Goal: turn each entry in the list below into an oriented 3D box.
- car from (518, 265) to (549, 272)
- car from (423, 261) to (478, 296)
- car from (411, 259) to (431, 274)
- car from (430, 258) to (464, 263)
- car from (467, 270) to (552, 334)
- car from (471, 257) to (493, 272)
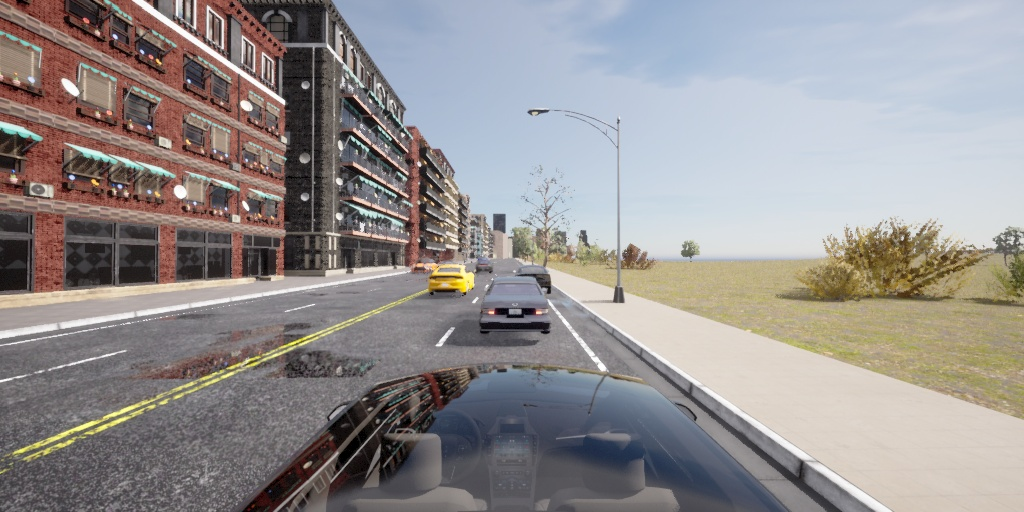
[{"bbox_3d":[1.109,1.230,20.361,1.882,1.535,5.008,0,0,0],"label":"car"},{"bbox_3d":[-3.177,1.230,19.477,1.882,1.535,5.008,0,0,0],"label":"car"},{"bbox_3d":[-9.908,1.104,40.532,2.097,1.767,4.553,0,0,0],"label":"car"},{"bbox_3d":[-6.654,1.243,37.341,2.128,1.511,4.902,0,0,0],"label":"car"},{"bbox_3d":[0.089,1.299,10.597,2.033,1.411,5.357,0,0,0],"label":"car"},{"bbox_3d":[-3.211,1.242,42.408,2.128,1.511,4.902,0,0,0],"label":"car"}]
